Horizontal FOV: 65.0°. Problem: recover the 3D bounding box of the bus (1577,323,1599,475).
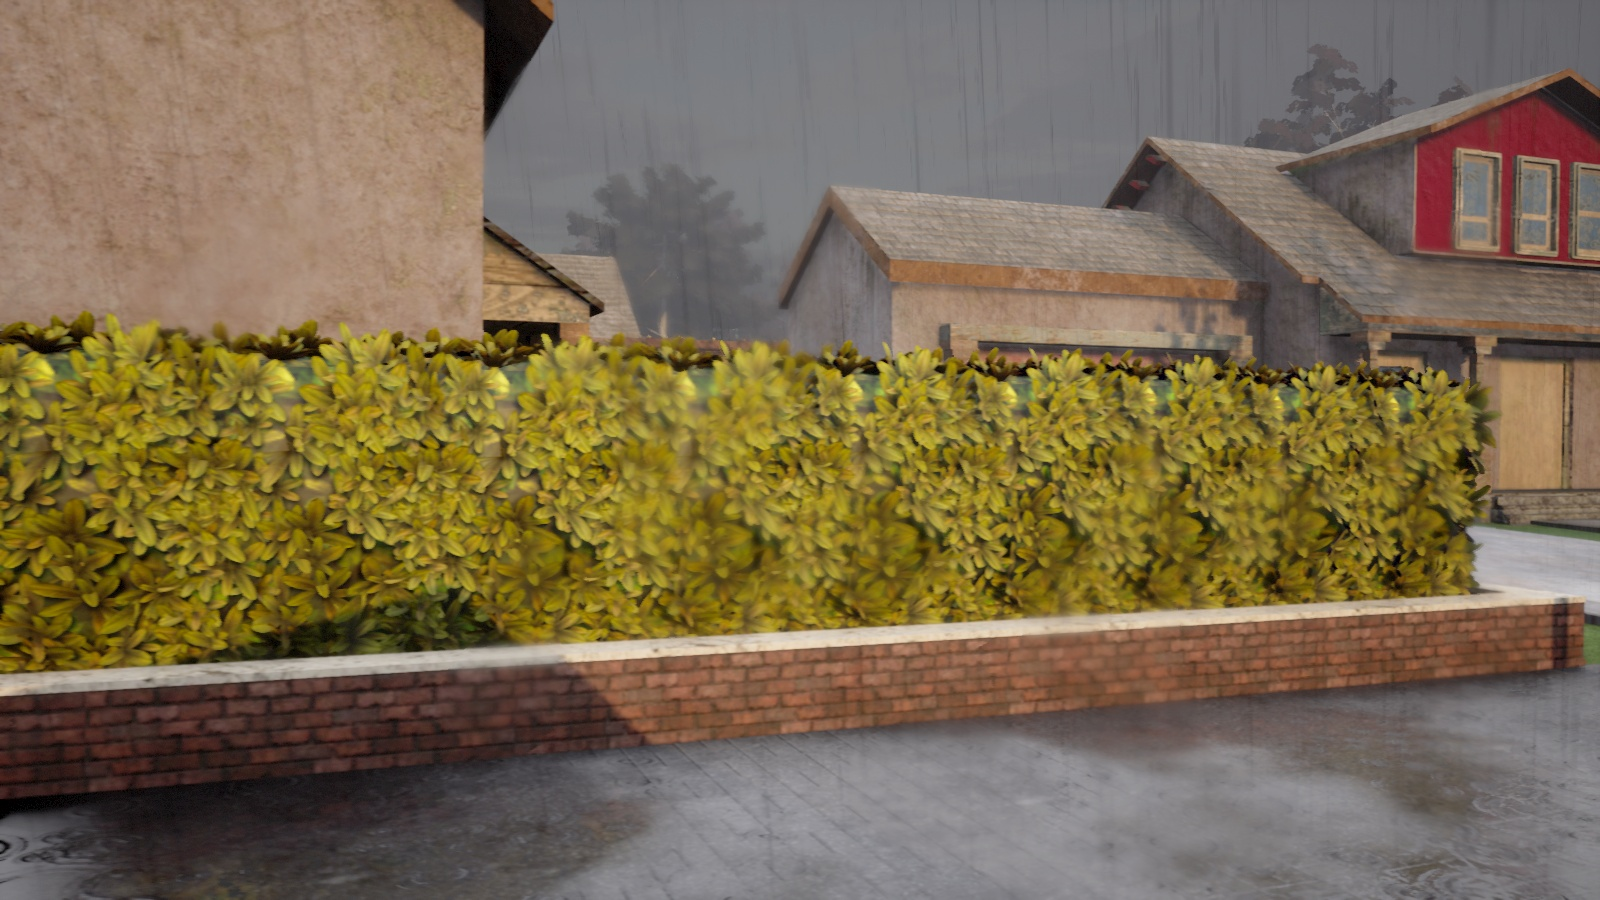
[{"bbox_3d":[25.708,-1.452,31.568,3.944,4.253,10.273,-1,1,-19],"label":"bus"}]
